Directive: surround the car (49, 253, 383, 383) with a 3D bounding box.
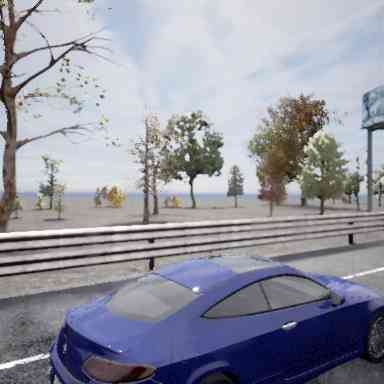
[{"bbox_3d":[0.715,1.542,4.261,4.674,1.442,1.812,1,0,-35],"label":"car"}]
